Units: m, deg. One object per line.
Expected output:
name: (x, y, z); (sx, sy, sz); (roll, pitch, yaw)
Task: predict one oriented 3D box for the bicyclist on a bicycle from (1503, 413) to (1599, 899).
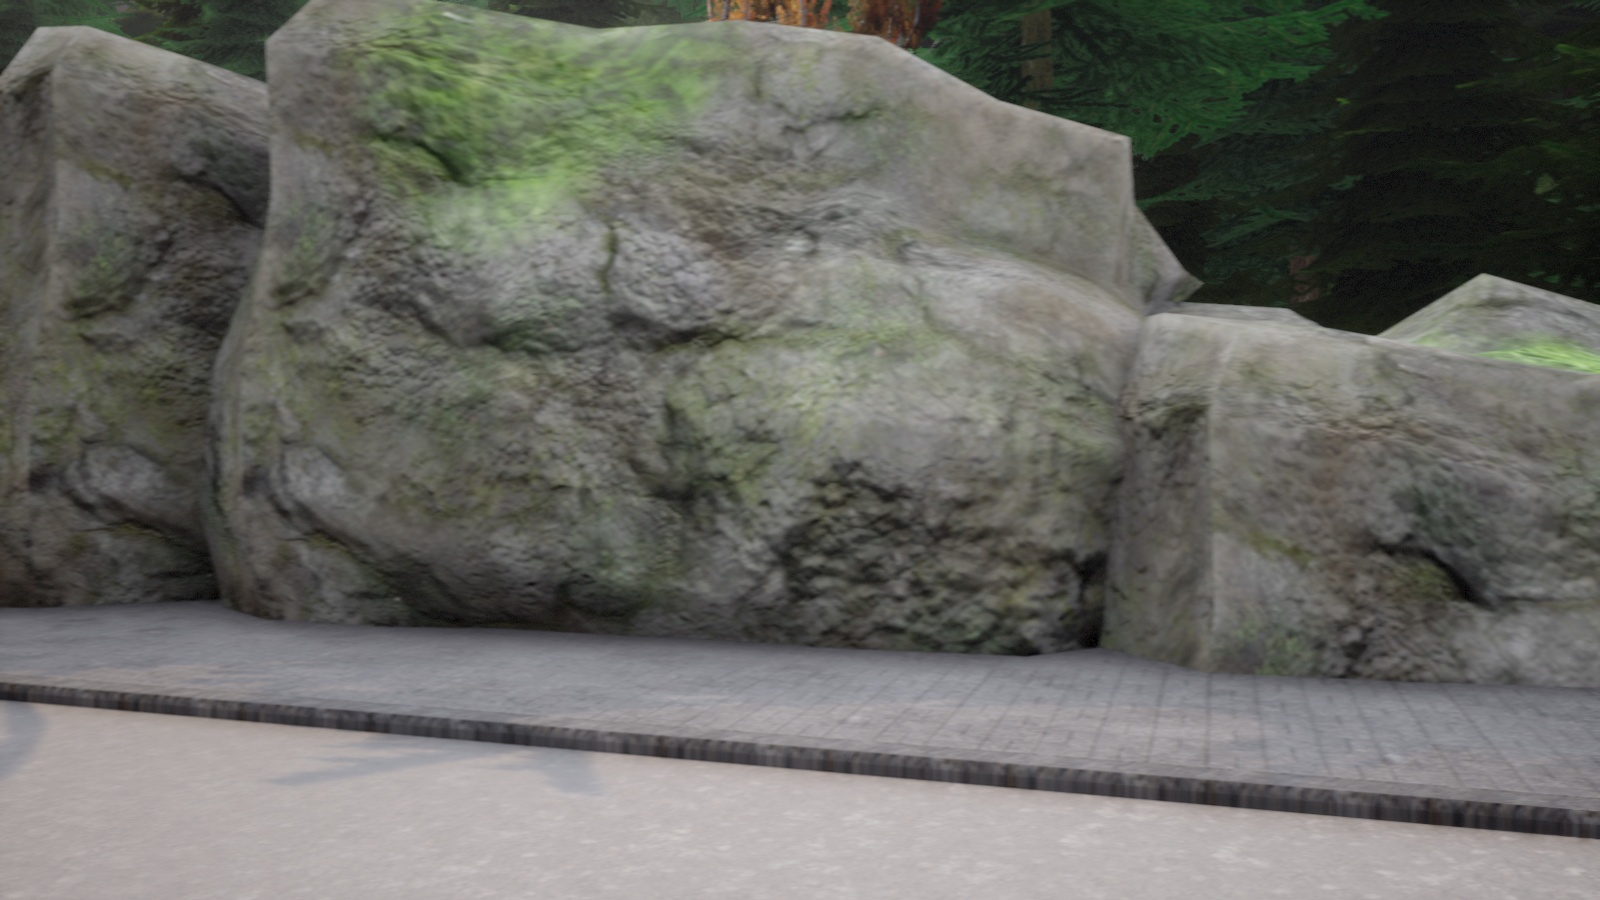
bicyclist on a bicycle: (2.546, 0.727, 2.858); (1.509, 1.612, 0.866); (1, 1, 19)
